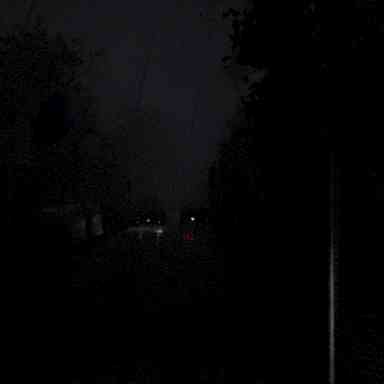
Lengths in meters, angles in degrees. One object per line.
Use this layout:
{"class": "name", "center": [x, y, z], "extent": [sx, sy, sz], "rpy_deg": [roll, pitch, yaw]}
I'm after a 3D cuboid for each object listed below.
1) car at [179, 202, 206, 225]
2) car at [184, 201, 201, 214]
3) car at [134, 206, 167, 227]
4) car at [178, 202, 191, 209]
{"class": "car", "center": [0.044, 1.680, 25.753], "extent": [1.837, 1.490, 4.892], "rpy_deg": [0, -1, 0]}
{"class": "car", "center": [0.130, 1.970, 42.958], "extent": [2.128, 1.511, 4.902], "rpy_deg": [0, -1, 1]}
{"class": "car", "center": [-2.891, 1.719, 24.027], "extent": [1.994, 1.385, 4.181], "rpy_deg": [0, -1, 0]}
{"class": "car", "center": [-1.425, 2.606, 66.079], "extent": [1.994, 1.385, 4.181], "rpy_deg": [0, -2, 6]}
